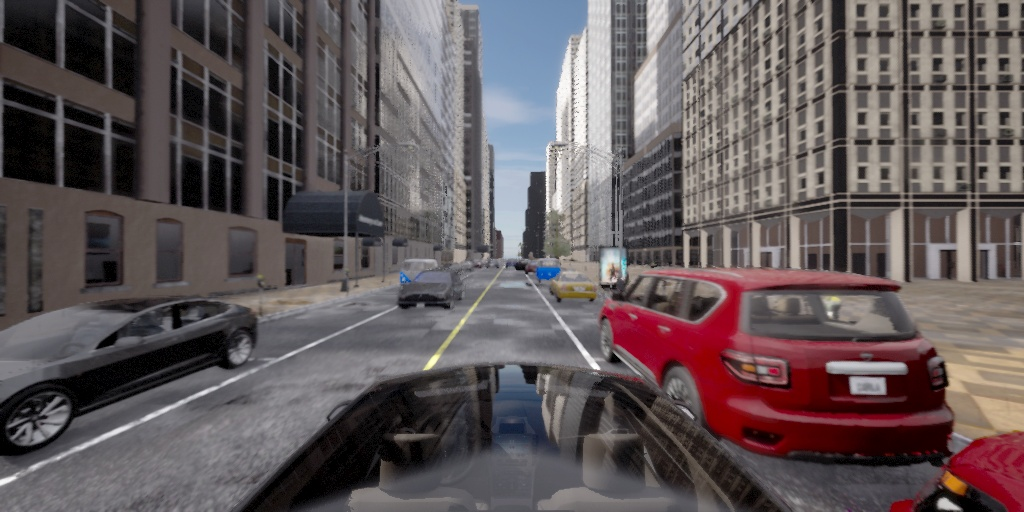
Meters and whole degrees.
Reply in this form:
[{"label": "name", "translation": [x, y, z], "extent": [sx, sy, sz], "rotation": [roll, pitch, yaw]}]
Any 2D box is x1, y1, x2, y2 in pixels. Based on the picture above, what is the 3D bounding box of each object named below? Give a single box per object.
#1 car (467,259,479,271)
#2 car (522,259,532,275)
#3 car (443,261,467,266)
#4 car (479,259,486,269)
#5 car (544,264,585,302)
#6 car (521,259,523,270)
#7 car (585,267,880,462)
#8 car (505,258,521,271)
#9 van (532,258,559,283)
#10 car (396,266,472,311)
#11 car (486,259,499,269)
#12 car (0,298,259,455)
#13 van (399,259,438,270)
[{"label": "car", "translation": [-5.674, 1.305, 44.955], "extent": [2.007, 1.370, 4.403], "rotation": [0, 0, 0]}, {"label": "car", "translation": [2.366, 1.279, 39.499], "extent": [1.812, 1.442, 4.674], "rotation": [0, 0, 0]}, {"label": "car", "translation": [-5.678, 1.319, 33.577], "extent": [1.948, 1.339, 4.313], "rotation": [0, 0, 0]}, {"label": "car", "translation": [-5.670, 1.197, 56.333], "extent": [1.967, 1.591, 4.097], "rotation": [0, 0, 0]}, {"label": "car", "translation": [2.697, 1.276, 16.656], "extent": [1.751, 1.417, 4.829], "rotation": [0, 0, 0]}, {"label": "car", "translation": [2.712, 1.309, 61.997], "extent": [2.007, 1.370, 4.403], "rotation": [0, 0, 0]}, {"label": "car", "translation": [2.693, 1.065, 5.108], "extent": [2.192, 1.841, 5.009], "rotation": [0, 0, 0]}, {"label": "car", "translation": [0.019, 1.110, 57.643], "extent": [2.097, 1.767, 4.553], "rotation": [0, 0, 0]}, {"label": "van", "translation": [2.701, 1.092, 27.864], "extent": [1.690, 1.789, 3.998], "rotation": [0, 0, 0]}, {"label": "car", "translation": [-3.094, 1.298, 14.821], "extent": [2.033, 1.411, 5.357], "rotation": [0, 0, 0]}, {"label": "car", "translation": [-3.025, 1.250, 56.729], "extent": [2.128, 1.511, 4.902], "rotation": [0, 0, 1]}, {"label": "car", "translation": [-5.688, 1.316, 5.131], "extent": [1.948, 1.339, 4.313], "rotation": [0, 0, 0]}, {"label": "van", "translation": [-5.682, 1.092, 22.198], "extent": [1.690, 1.789, 3.998], "rotation": [0, 0, 0]}]
